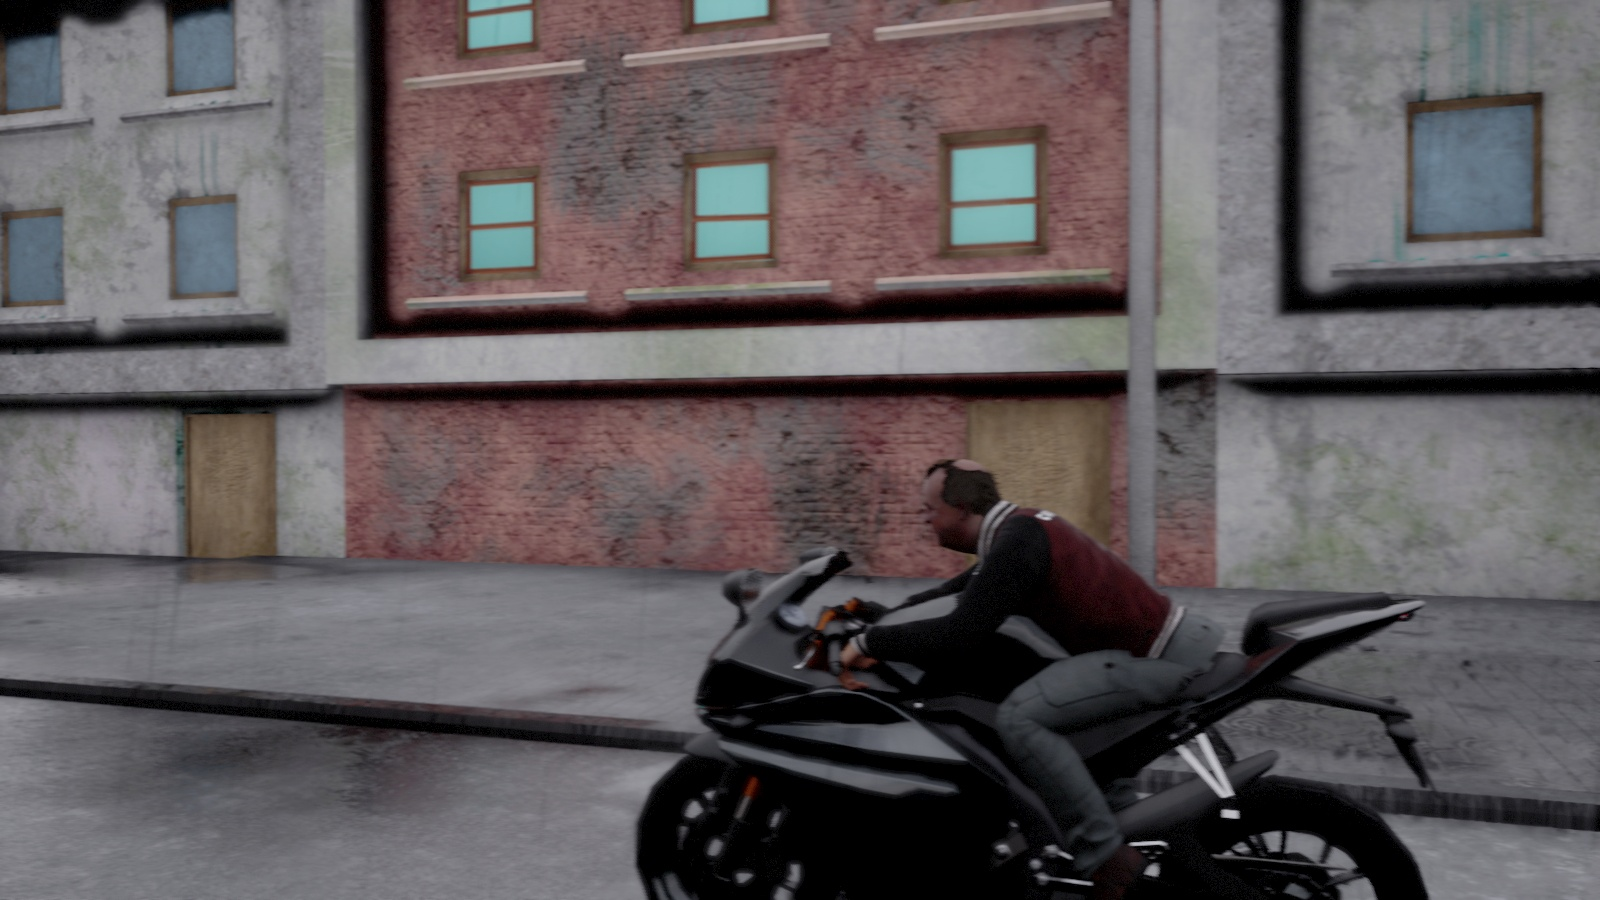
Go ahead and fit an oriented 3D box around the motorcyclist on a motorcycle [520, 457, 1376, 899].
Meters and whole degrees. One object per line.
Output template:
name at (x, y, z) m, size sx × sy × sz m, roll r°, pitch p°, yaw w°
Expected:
motorcyclist on a motorcycle at (0.390, 0.806, 3.589) m, size 2.191 × 1.530 × 0.866 m, roll 1°, pitch 1°, yaw 19°
